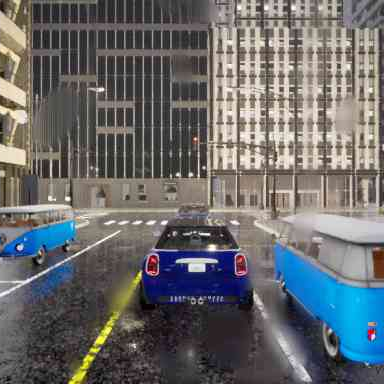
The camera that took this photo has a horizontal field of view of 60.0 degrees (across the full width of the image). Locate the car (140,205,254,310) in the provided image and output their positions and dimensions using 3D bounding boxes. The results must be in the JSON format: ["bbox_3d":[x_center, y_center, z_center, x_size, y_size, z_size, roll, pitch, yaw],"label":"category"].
[{"bbox_3d":[0.083,1.355,7.978,2.097,1.767,4.553,0,0,0],"label":"car"}]

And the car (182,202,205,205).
[{"bbox_3d":[0.084,1.360,18.004,2.097,1.767,4.553,0,0,0],"label":"car"}]

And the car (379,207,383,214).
[{"bbox_3d":[18.979,1.491,29.028,4.829,1.417,1.752,0,0,0],"label":"car"}]

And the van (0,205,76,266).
[{"bbox_3d":[-5.336,1.345,11.272,1.690,1.788,3.998,0,0,0],"label":"van"}]

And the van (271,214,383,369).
[{"bbox_3d":[2.558,1.343,5.605,1.690,1.788,3.998,0,0,0],"label":"van"}]
